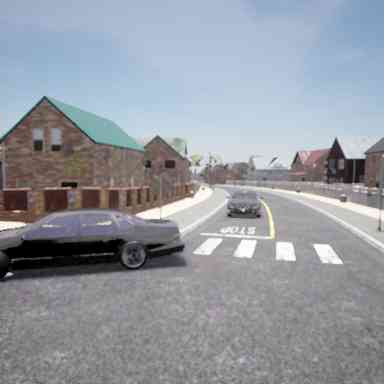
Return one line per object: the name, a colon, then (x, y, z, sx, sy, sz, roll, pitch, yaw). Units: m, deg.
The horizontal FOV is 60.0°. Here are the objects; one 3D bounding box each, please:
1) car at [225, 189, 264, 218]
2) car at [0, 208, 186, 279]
car: (3.161, 0.613, 19.821, 1.837, 1.490, 4.892, 1, 3, 11)
car: (-2.875, 1.139, 8.359, 5.357, 1.411, 2.033, -1, 3, -14)
